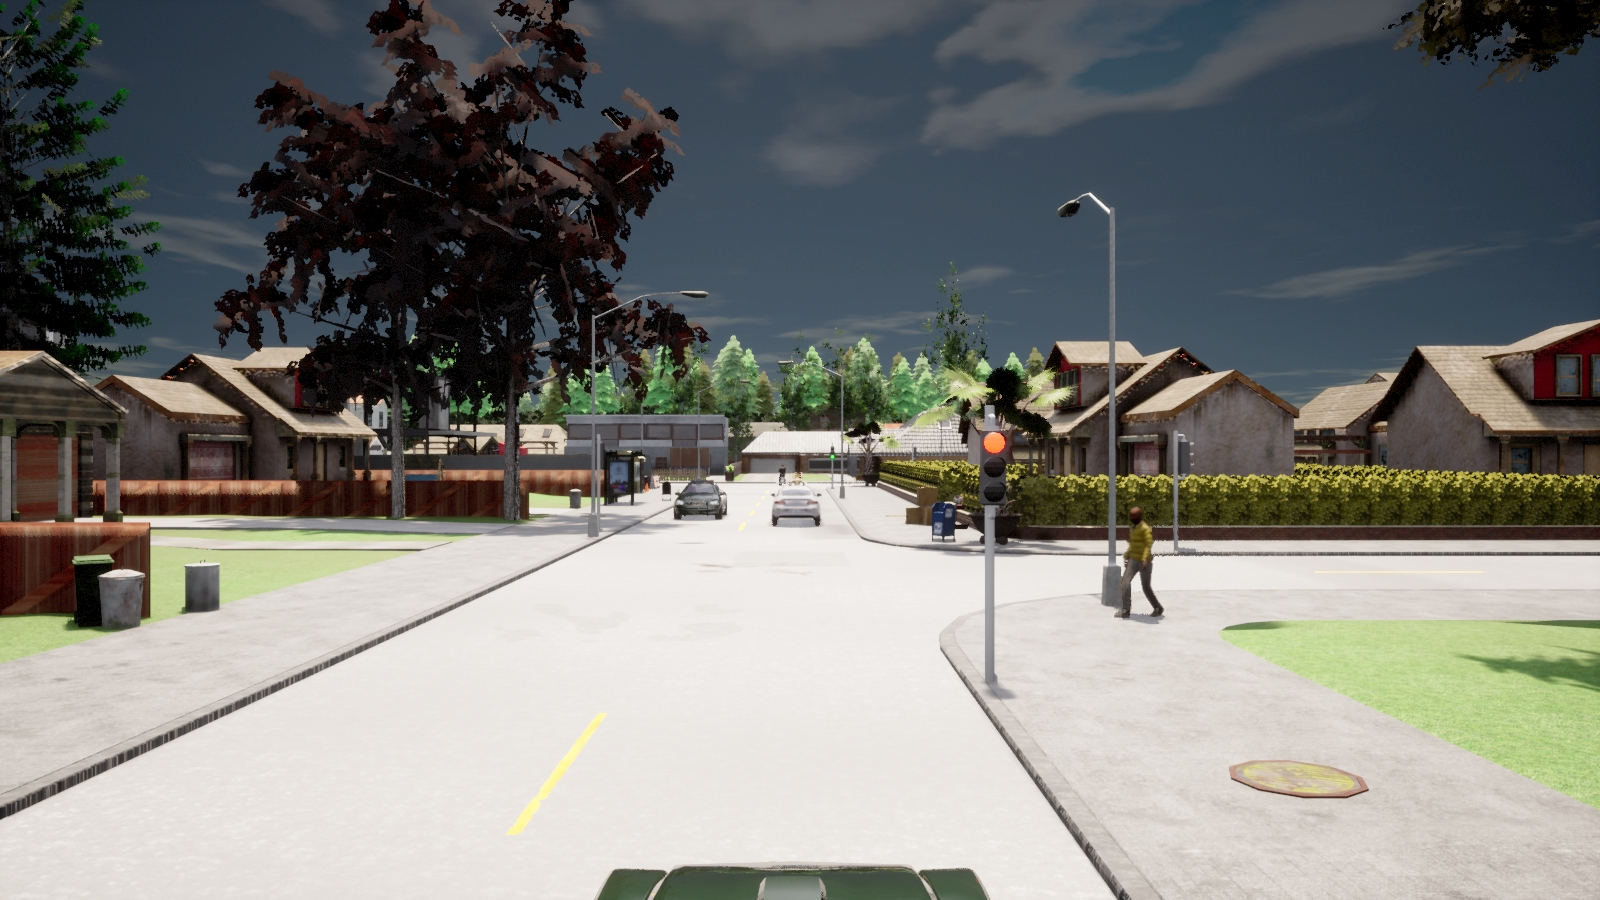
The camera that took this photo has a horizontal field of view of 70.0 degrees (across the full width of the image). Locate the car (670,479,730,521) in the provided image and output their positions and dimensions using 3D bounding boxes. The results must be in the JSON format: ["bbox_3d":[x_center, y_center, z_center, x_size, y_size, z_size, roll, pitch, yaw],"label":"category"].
[{"bbox_3d":[-4.107,2.038,47.608,2.038,1.542,4.974,0,0,0],"label":"car"}]

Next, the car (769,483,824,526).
[{"bbox_3d":[-0.145,2.082,44.235,2.002,1.442,4.674,0,0,0],"label":"car"}]

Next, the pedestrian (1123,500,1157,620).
[{"bbox_3d":[5.417,1.743,18.214,0.375,1.860,0.375,0,0,-21],"label":"pedestrian"}]

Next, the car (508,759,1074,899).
[{"bbox_3d":[-0.028,2.155,3.193,1.895,1.301,4.718,0,0,0],"label":"car"}]
